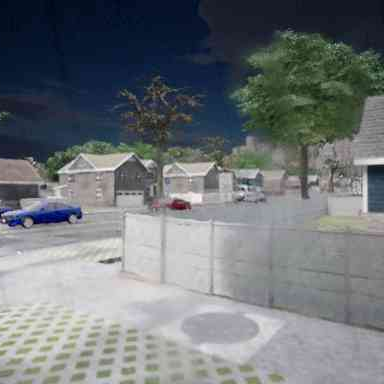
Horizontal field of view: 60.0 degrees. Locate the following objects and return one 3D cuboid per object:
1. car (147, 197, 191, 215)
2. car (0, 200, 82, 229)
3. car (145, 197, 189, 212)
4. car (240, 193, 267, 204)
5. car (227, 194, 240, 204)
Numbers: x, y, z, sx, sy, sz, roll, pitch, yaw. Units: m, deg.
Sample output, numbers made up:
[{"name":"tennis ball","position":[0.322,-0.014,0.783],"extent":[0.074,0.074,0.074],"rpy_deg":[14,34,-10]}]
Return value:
[{"name":"car","position":[-2.074,1.306,32.447],"extent":[1.882,1.535,5.008],"rpy_deg":[0,0,34]},{"name":"car","position":[-9.483,1.389,21.418],"extent":[1.882,1.535,5.008],"rpy_deg":[0,0,34]},{"name":"car","position":[-2.709,1.360,37.336],"extent":[2.033,1.411,5.357],"rpy_deg":[0,0,34]},{"name":"car","position":[9.447,0.926,49.473],"extent":[2.097,1.767,4.553],"rpy_deg":[0,1,34]},{"name":"car","position":[6.731,1.047,51.257],"extent":[2.033,1.411,5.357],"rpy_deg":[0,1,34]}]
